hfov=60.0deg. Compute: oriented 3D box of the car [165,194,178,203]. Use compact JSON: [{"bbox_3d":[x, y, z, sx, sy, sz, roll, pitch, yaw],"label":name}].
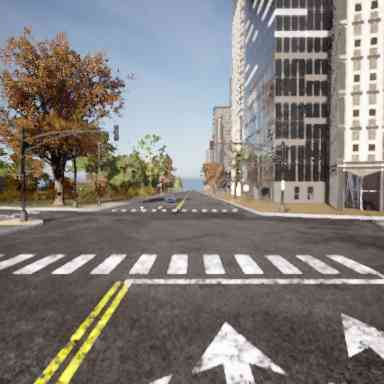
[{"bbox_3d":[-3.246,1.032,53.163,2.033,1.411,5.357,0,1,0],"label":"car"}]
